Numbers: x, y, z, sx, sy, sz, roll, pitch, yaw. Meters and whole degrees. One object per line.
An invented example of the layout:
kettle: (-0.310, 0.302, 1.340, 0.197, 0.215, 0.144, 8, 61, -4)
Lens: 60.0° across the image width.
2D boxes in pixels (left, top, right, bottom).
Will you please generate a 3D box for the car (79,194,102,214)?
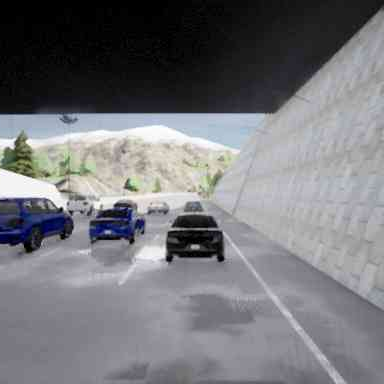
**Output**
car: (-10.384, 1.204, 32.438, 2.150, 2.045, 5.566, 0, 0, 0)

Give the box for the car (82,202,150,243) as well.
car: (-3.399, 1.469, 15.923, 1.882, 1.535, 5.008, 0, 0, 0)

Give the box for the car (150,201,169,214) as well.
car: (-3.383, 1.581, 34.235, 1.895, 1.301, 4.718, 0, 0, 0)

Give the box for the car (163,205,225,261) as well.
car: (0.099, 1.471, 12.313, 1.882, 1.535, 5.008, 0, 0, 0)

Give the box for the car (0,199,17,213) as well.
car: (-21.070, 1.506, 36.005, 1.812, 1.442, 4.674, 0, 0, 0)

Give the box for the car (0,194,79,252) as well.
car: (-6.901, 1.214, 13.989, 2.150, 2.045, 5.566, 0, 0, 0)

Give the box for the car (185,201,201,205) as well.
car: (0.114, 1.530, 31.369, 2.033, 1.411, 5.357, 0, 0, 0)

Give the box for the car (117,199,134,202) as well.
car: (-6.882, 1.458, 34.752, 1.882, 1.535, 5.008, 0, 0, 0)
